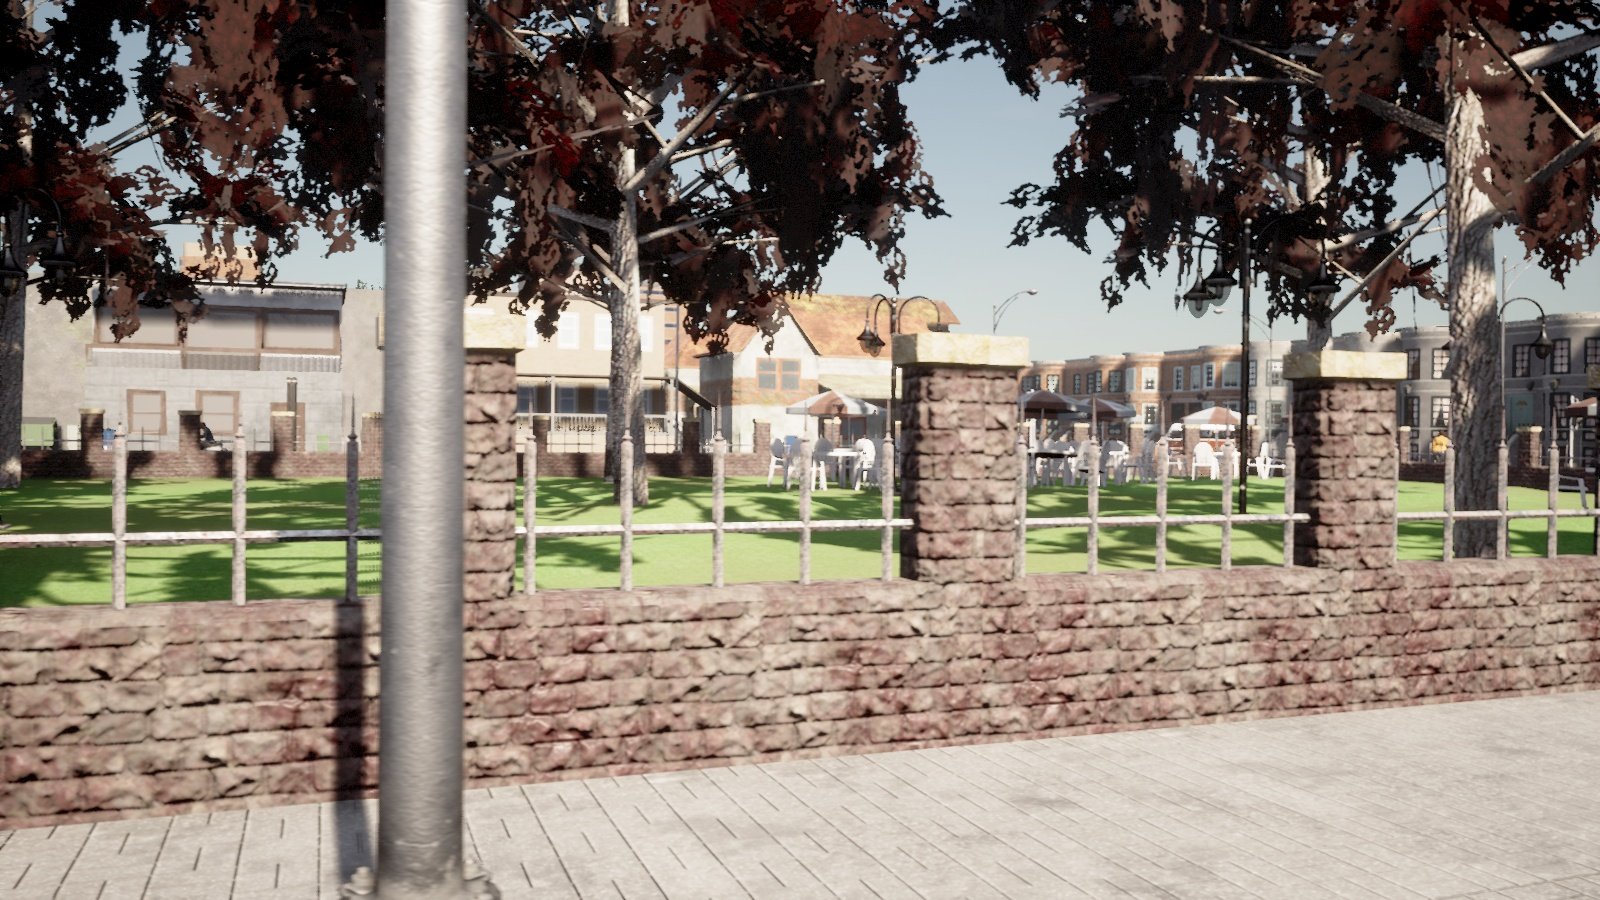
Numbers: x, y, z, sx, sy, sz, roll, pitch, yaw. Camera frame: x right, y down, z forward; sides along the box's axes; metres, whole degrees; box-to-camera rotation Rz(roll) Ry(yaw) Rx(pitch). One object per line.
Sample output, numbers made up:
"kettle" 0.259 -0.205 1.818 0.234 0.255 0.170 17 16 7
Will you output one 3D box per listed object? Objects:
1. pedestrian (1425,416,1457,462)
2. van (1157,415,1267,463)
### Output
"pedestrian" 26.223 -0.466 51.400 0.900 1.855 0.874 -1 1 -40
"van" 18.075 -0.516 55.113 4.480 2.038 2.069 -1 2 -29
